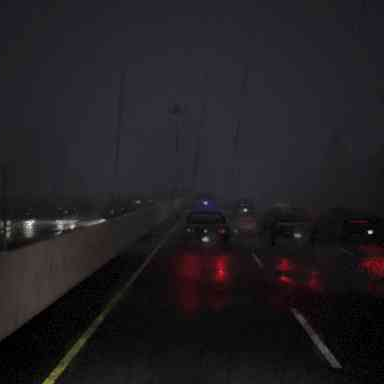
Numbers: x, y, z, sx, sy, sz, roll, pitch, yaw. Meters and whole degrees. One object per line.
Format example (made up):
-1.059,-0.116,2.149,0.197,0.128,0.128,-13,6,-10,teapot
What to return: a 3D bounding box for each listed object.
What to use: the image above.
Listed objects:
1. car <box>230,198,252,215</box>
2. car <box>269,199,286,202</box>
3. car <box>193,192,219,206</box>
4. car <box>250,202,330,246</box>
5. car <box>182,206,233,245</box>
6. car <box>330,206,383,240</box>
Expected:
4.806,1.337,31.694,1.837,1.490,4.892,0,0,2,car
8.331,1.372,32.523,1.812,1.442,4.674,0,0,2,car
1.275,1.040,30.924,2.150,2.045,5.566,0,0,2,car
4.134,1.422,15.044,2.128,1.511,4.902,0,0,2,car
0.627,1.513,14.968,1.895,1.301,4.718,0,0,2,car
7.699,1.444,16.594,1.837,1.490,4.892,0,0,2,car
